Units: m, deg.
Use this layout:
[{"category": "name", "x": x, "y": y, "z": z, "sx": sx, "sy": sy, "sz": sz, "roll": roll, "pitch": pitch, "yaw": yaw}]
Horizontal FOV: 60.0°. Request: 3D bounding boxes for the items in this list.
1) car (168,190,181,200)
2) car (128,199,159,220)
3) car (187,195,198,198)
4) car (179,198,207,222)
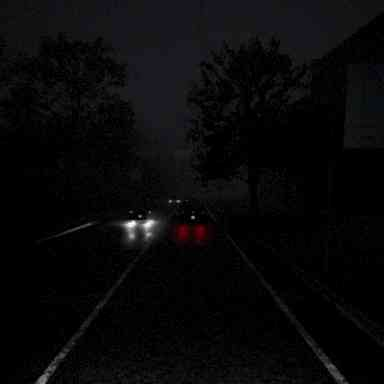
[{"category": "car", "x": -3.483, "y": 0.560, "z": 67.325, "sx": 2.150, "sy": 2.045, "sz": 5.566, "roll": 0, "pitch": 1, "yaw": 1}, {"category": "car", "x": -3.636, "y": 1.295, "z": 25.972, "sx": 2.033, "sy": 1.411, "sz": 5.357, "roll": 0, "pitch": 1, "yaw": 0}, {"category": "car", "x": 0.037, "y": 1.113, "z": 42.387, "sx": 1.812, "sy": 1.442, "sz": 4.674, "roll": 0, "pitch": 1, "yaw": 0}, {"category": "car", "x": 0.066, "y": 1.366, "z": 24.078, "sx": 1.895, "sy": 1.301, "sz": 4.718, "roll": 0, "pitch": 1, "yaw": 0}]
